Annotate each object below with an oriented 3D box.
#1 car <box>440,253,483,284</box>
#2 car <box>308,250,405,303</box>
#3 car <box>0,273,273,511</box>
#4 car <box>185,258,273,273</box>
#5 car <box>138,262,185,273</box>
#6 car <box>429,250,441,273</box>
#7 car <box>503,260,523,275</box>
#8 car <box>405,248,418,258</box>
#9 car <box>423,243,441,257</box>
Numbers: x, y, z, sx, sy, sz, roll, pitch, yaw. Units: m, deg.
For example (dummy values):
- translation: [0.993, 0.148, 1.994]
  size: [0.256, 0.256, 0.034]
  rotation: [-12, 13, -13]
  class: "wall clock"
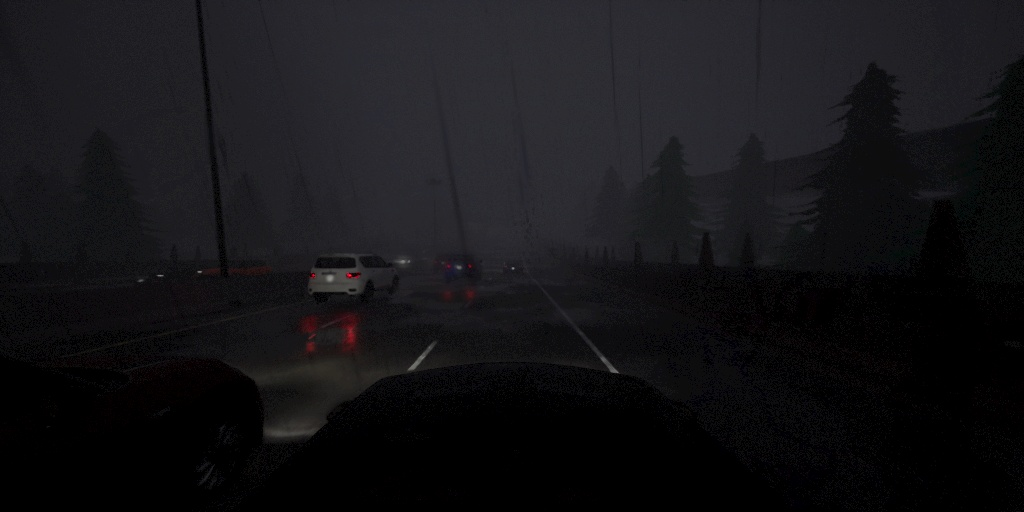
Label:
- translation: [-3.400, 0.847, 25.961]
  size: [2.150, 2.045, 5.566]
  rotation: [0, 0, 0]
  class: "car"
- translation: [-6.900, 0.896, 16.274]
  size: [2.150, 2.045, 5.566]
  rotation: [0, 0, 0]
  class: "car"
- translation: [-3.400, 1.103, 1.515]
  size: [2.097, 1.767, 4.553]
  rotation: [0, 0, 0]
  class: "car"
- translation: [-17.594, 0.994, 22.881]
  size: [2.097, 1.767, 4.553]
  rotation: [0, 0, 0]
  class: "car"
- translation: [-21.094, 1.134, 22.857]
  size: [2.128, 1.511, 4.902]
  rotation: [0, 0, 0]
  class: "car"
- translation: [-6.899, 0.738, 38.482]
  size: [2.150, 2.045, 5.566]
  rotation: [0, 1, 0]
  class: "car"
- translation: [0.101, 1.118, 36.481]
  size: [1.994, 1.385, 4.181]
  rotation: [0, 1, 0]
  class: "car"
- translation: [-17.527, -0.561, 61.368]
  size: [2.128, 1.511, 4.902]
  rotation: [0, 6, 1]
  class: "car"
- translation: [-14.015, -1.014, 62.890]
  size: [2.150, 2.045, 5.566]
  rotation: [0, 7, 1]
  class: "car"
